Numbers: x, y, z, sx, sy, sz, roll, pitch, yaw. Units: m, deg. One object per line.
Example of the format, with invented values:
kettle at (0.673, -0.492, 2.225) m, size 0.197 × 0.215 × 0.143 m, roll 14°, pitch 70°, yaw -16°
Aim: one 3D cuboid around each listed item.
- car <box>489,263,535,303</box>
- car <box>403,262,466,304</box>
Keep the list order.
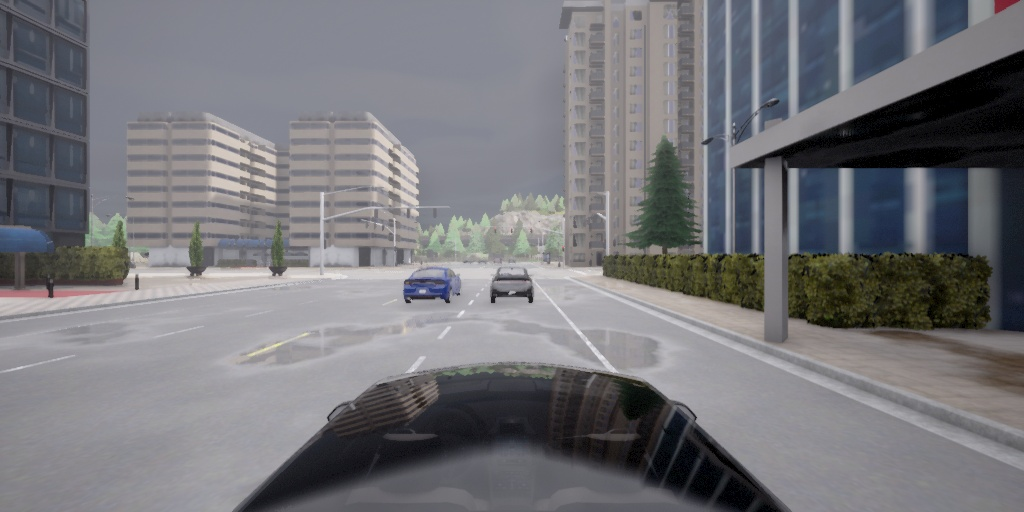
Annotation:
car at (0.000, 1.243, 16.500) m, size 2.128 × 1.511 × 4.902 m, roll 0°, pitch 0°, yaw 0°
car at (-3.500, 1.233, 16.500) m, size 1.882 × 1.535 × 5.008 m, roll 0°, pitch 0°, yaw 0°
